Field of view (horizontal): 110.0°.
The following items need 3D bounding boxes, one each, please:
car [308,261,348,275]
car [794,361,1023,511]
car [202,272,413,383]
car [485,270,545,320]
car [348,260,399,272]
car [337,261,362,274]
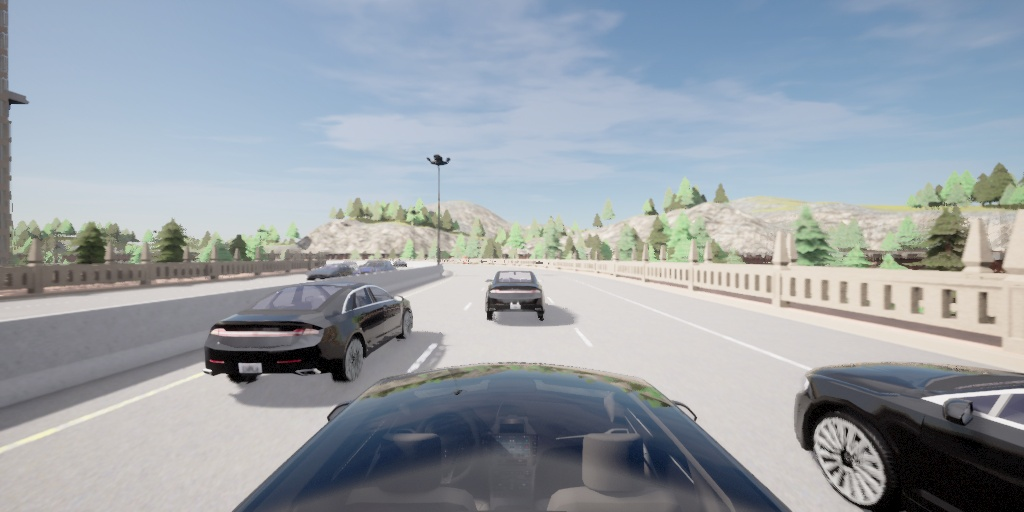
[{"bbox_3d":[-14.244,1.319,28.758,2.033,1.411,5.357,0,0,-3],"label":"car"},{"bbox_3d":[3.600,1.241,1.419,2.128,1.511,4.902,0,0,0],"label":"car"},{"bbox_3d":[-3.401,1.242,7.085,2.128,1.511,4.902,0,0,0],"label":"car"},{"bbox_3d":[0.098,1.243,12.693,2.128,1.511,4.902,0,0,0],"label":"car"},{"bbox_3d":[-10.813,1.122,28.410,2.097,1.767,4.553,0,0,-2],"label":"car"},{"bbox_3d":[-19.695,1.346,43.589,1.812,1.442,4.674,0,0,-13],"label":"car"}]
